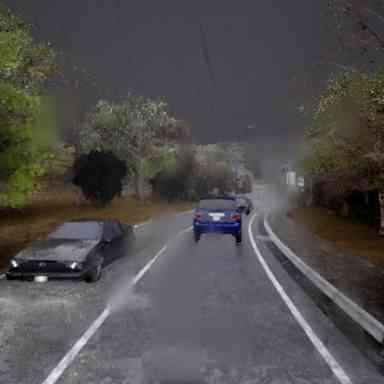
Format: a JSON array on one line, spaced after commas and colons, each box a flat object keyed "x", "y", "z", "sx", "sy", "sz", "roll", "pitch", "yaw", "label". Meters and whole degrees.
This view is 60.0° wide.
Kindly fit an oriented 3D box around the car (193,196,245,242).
[{"x": 1.382, "y": 1.196, "z": 16.565, "sx": 2.150, "sy": 2.045, "sz": 5.566, "roll": 1, "pitch": 0, "yaw": 8, "label": "car"}]

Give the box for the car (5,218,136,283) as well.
[{"x": -3.091, "y": 1.502, "z": 9.907, "sx": 2.033, "sy": 1.411, "sz": 5.357, "roll": 0, "pitch": 0, "yaw": 5, "label": "car"}]

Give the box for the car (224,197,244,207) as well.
[{"x": 6.443, "y": 1.502, "z": 50.404, "sx": 1.895, "sy": 1.301, "sz": 4.718, "roll": 2, "pitch": 0, "yaw": 20, "label": "car"}]

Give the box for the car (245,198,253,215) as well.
[{"x": 5.040, "y": 1.330, "z": 34.055, "sx": 2.097, "sy": 1.767, "sz": 4.553, "roll": 1, "pitch": 0, "yaw": 15, "label": "car"}]
